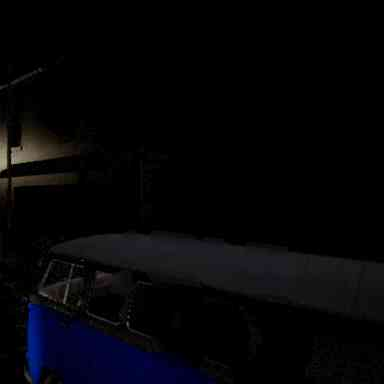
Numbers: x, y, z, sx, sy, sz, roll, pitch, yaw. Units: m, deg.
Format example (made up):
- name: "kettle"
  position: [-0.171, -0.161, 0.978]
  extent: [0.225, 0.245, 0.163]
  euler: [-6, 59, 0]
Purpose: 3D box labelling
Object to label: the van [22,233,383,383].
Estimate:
- name: "van"
  position: [0.074, 1.363, 2.954]
  extent: [3.998, 1.788, 1.690]
  euler: [0, -1, 38]
